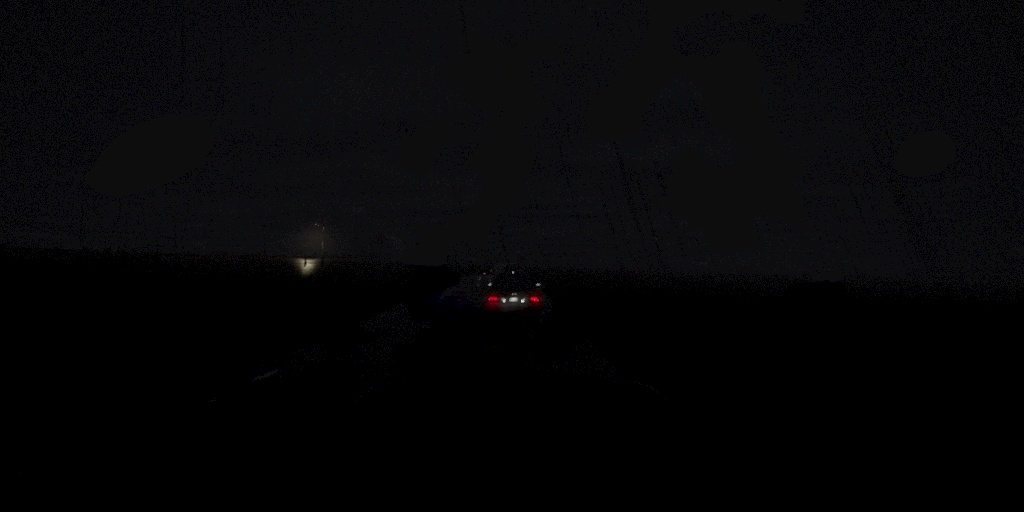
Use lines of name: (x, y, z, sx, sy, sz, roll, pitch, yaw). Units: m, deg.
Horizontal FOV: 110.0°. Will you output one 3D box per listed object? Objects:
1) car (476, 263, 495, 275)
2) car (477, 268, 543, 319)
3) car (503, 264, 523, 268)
car: (-2.866, 1.461, 39.968, 2.033, 1.411, 5.357, 0, 0, 0)
car: (0.076, 1.334, 13.030, 2.033, 1.411, 5.357, 0, 0, 0)
car: (0.077, 1.450, 34.197, 1.994, 1.385, 4.181, 0, 0, 0)
